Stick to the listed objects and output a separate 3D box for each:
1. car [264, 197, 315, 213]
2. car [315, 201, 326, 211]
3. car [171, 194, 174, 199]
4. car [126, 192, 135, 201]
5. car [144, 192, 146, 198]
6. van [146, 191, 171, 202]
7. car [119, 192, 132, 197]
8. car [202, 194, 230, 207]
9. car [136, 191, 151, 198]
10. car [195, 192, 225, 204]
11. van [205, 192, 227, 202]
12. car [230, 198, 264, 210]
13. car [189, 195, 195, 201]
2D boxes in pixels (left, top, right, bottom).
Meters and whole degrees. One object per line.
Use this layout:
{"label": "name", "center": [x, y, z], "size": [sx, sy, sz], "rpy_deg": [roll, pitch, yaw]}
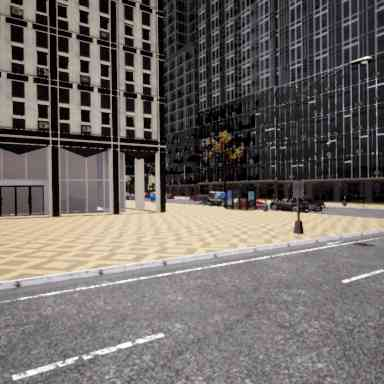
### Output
{"label": "car", "center": [10.158, 1.417, 34.891], "size": [1.947, 1.339, 4.313], "rpy_deg": [-1, 1, -35]}
{"label": "car", "center": [12.314, 1.309, 36.538], "size": [1.837, 1.490, 4.892], "rpy_deg": [-1, 1, -35]}
{"label": "car", "center": [-5.434, 0.926, 72.469], "size": [1.802, 1.307, 4.206], "rpy_deg": [-1, 1, -35]}
{"label": "car", "center": [-12.331, 1.032, 67.710], "size": [2.008, 1.369, 4.403], "rpy_deg": [0, 1, -35]}
{"label": "car", "center": [-8.662, 0.605, 77.143], "size": [2.192, 1.841, 5.009], "rpy_deg": [-1, 1, -35]}
{"label": "van", "center": [-5.875, 0.930, 58.351], "size": [1.690, 1.788, 3.998], "rpy_deg": [-1, 1, -35]}
{"label": "car", "center": [-18.346, 0.679, 91.179], "size": [2.008, 1.369, 4.403], "rpy_deg": [-1, 1, -35]}
{"label": "car", "center": [3.764, 1.312, 44.291], "size": [1.947, 1.339, 4.313], "rpy_deg": [-1, 1, -35]}
{"label": "car", "center": [-11.890, 0.676, 81.822], "size": [1.967, 1.590, 4.097], "rpy_deg": [-1, 1, -35]}
{"label": "car", "center": [2.928, 1.160, 50.160], "size": [1.837, 1.490, 4.892], "rpy_deg": [-1, 1, -34]}
{"label": "van", "center": [4.250, 0.846, 58.431], "size": [1.690, 1.788, 3.998], "rpy_deg": [-1, 1, -35]}
{"label": "car", "center": [6.944, 1.381, 39.581], "size": [1.802, 1.307, 4.206], "rpy_deg": [-1, 1, -35]}
{"label": "car", "center": [1.023, 1.034, 63.112], "size": [1.802, 1.307, 4.206], "rpy_deg": [-1, 1, -35]}
